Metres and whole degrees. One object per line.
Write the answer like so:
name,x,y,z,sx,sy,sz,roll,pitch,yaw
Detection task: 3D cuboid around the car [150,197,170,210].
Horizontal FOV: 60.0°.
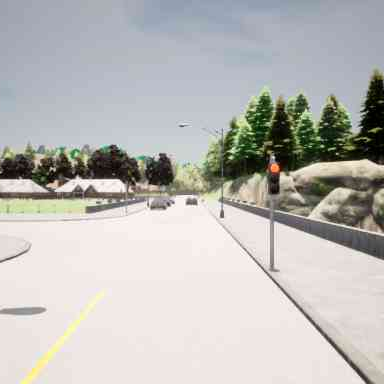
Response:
car,-4.214,1.526,42.633,1.812,1.442,4.674,0,0,-1

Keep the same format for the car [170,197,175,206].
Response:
car,-4.233,1.547,52.341,2.033,1.411,5.357,0,0,-1

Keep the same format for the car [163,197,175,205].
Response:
car,-4.225,1.601,62.154,1.895,1.301,4.718,0,0,0

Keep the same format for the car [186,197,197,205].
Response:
car,-0.059,1.563,59.032,1.994,1.385,4.181,0,0,0
